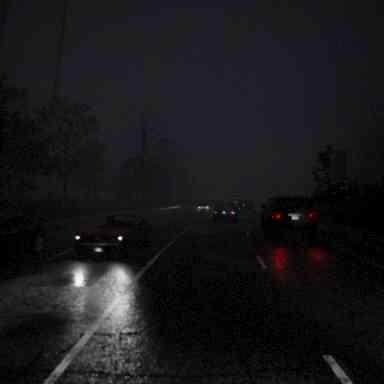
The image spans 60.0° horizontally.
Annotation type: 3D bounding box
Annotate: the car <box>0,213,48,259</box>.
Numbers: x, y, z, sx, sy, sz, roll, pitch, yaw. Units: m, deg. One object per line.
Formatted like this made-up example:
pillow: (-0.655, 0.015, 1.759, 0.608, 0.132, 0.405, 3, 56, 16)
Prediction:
car: (-6.533, 1.480, 10.717, 1.837, 1.490, 4.892, 0, 0, 5)

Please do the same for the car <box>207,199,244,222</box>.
car: (2.780, 1.530, 26.356, 2.033, 1.411, 5.357, 0, 0, 11)

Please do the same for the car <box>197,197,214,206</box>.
car: (2.389, 1.496, 51.720, 2.033, 1.411, 5.357, 0, 0, 20)

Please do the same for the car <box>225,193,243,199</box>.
car: (6.852, 1.186, 53.542, 2.150, 2.045, 5.566, 0, 0, 22)

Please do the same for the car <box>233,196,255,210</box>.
car: (6.878, 1.544, 42.398, 1.994, 1.385, 4.181, 0, 0, 17)

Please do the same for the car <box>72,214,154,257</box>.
car: (-2.851, 1.582, 13.026, 1.895, 1.301, 4.718, 0, 0, 6)

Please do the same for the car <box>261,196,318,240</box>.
car: (4.848, 1.219, 17.172, 2.150, 2.045, 5.566, 0, 0, 7)
